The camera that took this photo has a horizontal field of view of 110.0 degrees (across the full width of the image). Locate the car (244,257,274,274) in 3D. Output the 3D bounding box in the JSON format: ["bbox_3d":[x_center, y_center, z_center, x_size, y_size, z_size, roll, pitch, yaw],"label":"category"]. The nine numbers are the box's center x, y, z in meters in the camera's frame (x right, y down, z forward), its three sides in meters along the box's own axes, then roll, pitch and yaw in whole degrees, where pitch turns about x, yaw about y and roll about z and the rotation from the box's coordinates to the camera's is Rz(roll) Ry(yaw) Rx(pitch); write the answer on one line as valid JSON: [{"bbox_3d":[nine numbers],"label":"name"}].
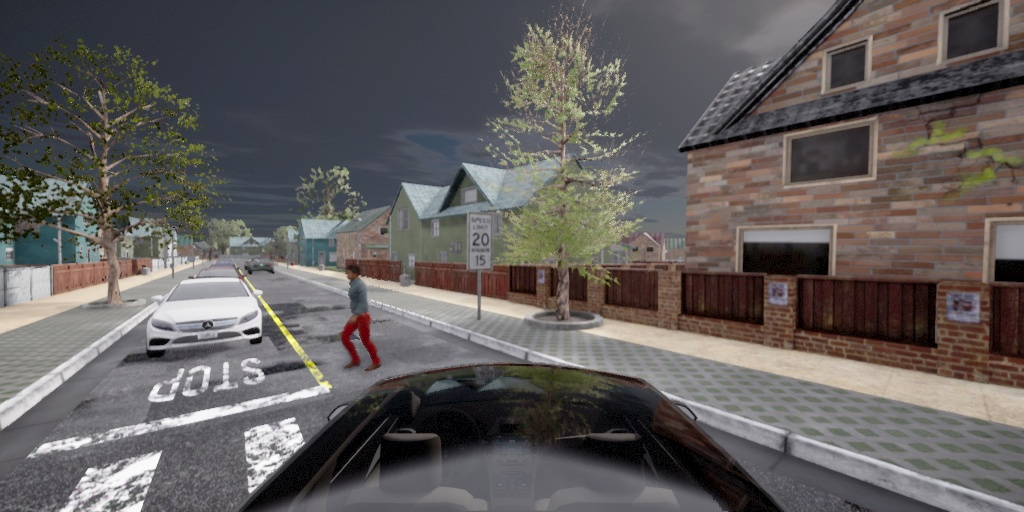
[{"bbox_3d":[-26.081,0.910,37.089,2.097,1.767,4.553,-1,1,-39],"label":"car"}]

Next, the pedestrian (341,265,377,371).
[{"bbox_3d":[-2.585,1.027,6.012,0.375,1.860,0.375,-2,3,-38],"label":"pedestrian"}]

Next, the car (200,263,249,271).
[{"bbox_3d":[-13.034,1.214,15.949,1.812,1.442,4.674,-1,1,-39],"label":"car"}]

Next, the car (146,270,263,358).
[{"bbox_3d":[-7.340,1.254,8.764,1.812,1.442,4.674,-1,1,-38],"label":"car"}]

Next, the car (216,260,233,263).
[{"bbox_3d":[-19.008,1.211,23.465,1.994,1.385,4.181,-1,1,-38],"label":"car"}]
